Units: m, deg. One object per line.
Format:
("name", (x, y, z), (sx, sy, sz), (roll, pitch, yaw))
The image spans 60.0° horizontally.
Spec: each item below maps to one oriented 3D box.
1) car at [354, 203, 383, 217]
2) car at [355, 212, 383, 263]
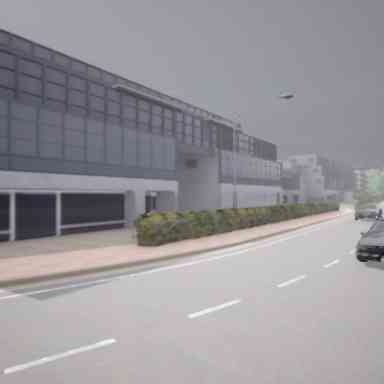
("car", (15.967, 1.772, 29.976), (1.837, 1.490, 4.892), (0, -1, 35))
("car", (7.379, 1.656, 11.945), (2.033, 1.411, 5.357), (-1, -1, 38))
